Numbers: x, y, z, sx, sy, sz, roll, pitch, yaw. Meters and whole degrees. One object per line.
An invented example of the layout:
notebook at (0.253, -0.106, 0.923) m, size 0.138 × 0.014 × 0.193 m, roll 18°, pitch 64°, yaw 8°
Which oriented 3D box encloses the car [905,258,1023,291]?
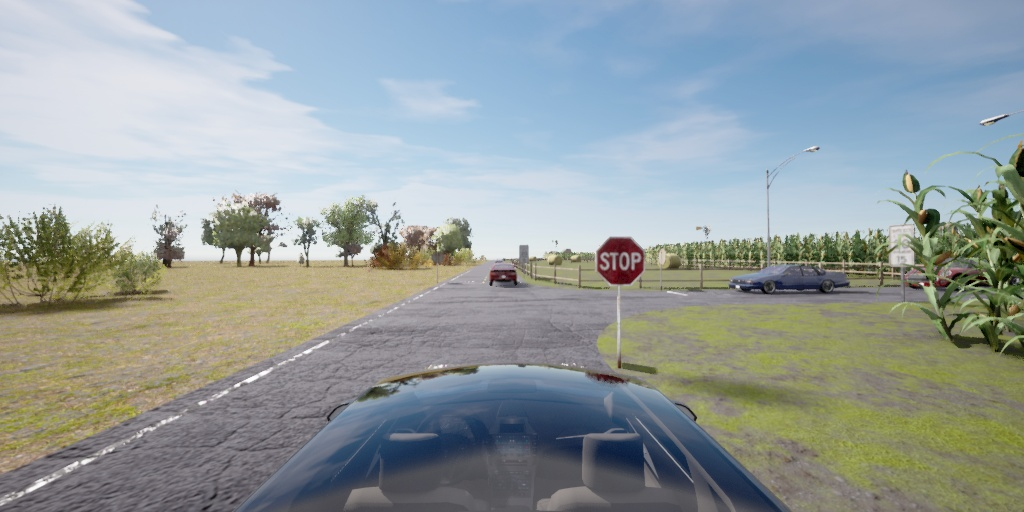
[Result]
car at (23.759, 0.883, 18.996) m, size 4.553 × 1.767 × 2.097 m, roll -1°, pitch -1°, yaw -2°

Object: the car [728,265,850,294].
car at (14.276, 1.171, 18.585) m, size 5.357 × 1.411 × 2.033 m, roll -1°, pitch -1°, yaw -2°

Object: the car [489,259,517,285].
car at (-0.664, 1.243, 26.595) m, size 1.882 × 1.535 × 5.008 m, roll 0°, pitch 0°, yaw -2°
